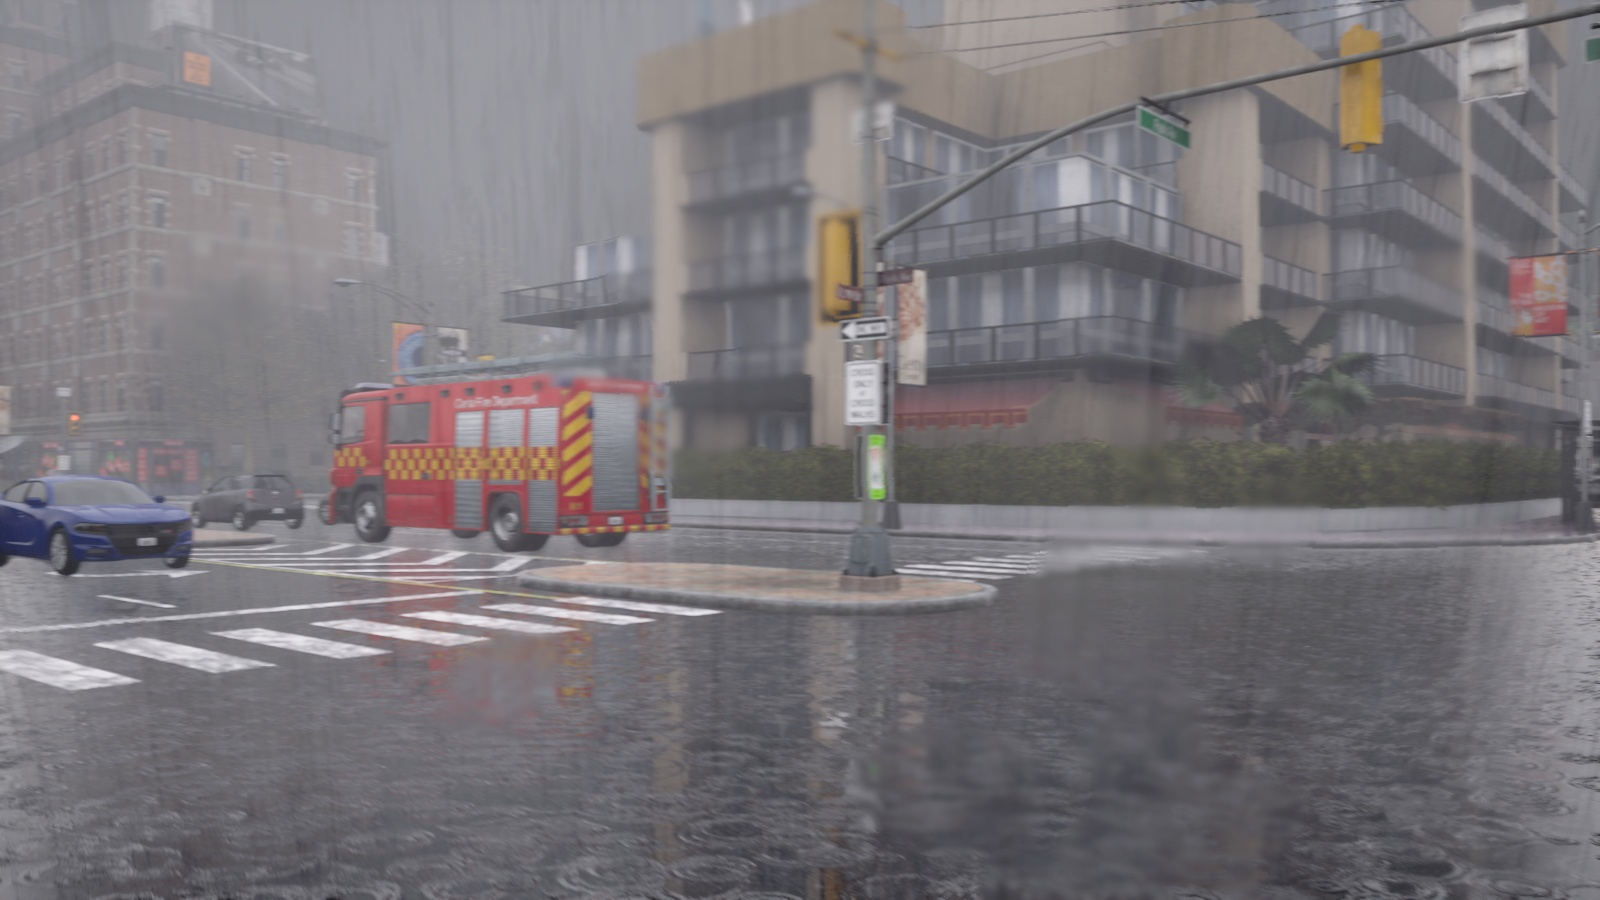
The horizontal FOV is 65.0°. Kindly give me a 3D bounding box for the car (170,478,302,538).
[{"bbox_3d":[-15.245,1.530,33.891,3.633,1.501,1.845,-1,-1,40],"label":"car"}]

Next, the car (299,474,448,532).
[{"bbox_3d":[-12.248,1.473,35.943,4.514,1.525,2.007,-1,-1,40],"label":"car"}]

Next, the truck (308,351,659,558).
[{"bbox_3d":[-7.031,0.166,26.995,8.468,3.827,2.891,-1,-1,40],"label":"truck"}]

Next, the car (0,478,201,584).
[{"bbox_3d":[-11.961,1.243,20.676,5.008,1.535,1.882,-1,-1,40],"label":"car"}]
